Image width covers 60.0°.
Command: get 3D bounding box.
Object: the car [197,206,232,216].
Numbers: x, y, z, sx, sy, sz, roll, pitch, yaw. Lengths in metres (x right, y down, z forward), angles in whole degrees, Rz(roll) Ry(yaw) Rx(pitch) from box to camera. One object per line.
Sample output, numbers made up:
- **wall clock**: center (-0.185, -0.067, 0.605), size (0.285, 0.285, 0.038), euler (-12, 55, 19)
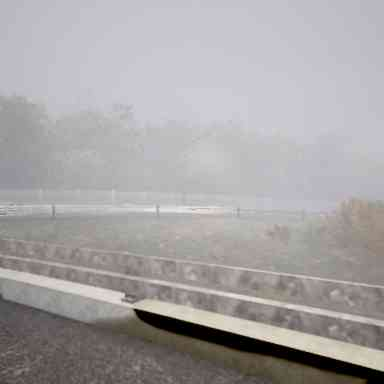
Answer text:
- **car**: center (2.976, 2.527, 45.345), size (4.718, 1.301, 1.895), euler (3, -2, -26)
